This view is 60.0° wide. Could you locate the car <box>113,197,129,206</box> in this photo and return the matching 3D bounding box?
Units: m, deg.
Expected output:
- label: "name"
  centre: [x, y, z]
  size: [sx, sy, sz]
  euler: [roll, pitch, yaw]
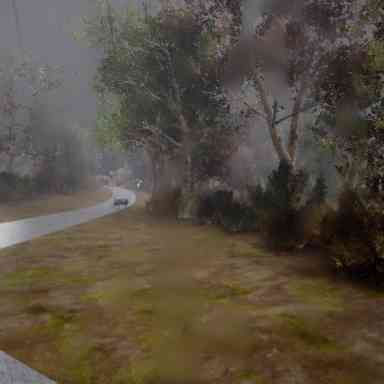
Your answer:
- label: "car"
  centre: [-10.906, 1.415, 51.491]
  size: [1.895, 1.301, 4.718]
  euler: [-1, 1, -5]
